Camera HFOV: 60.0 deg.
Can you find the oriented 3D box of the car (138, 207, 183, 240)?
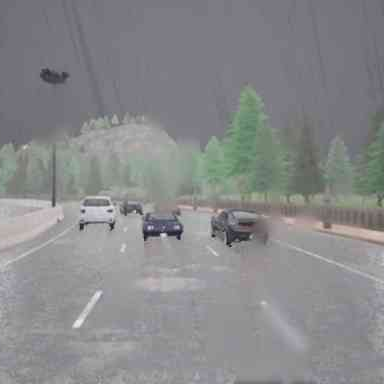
[{"bbox_3d":[-1.702,1.681,17.468,1.895,1.301,4.718,0,0,-10],"label":"car"}]

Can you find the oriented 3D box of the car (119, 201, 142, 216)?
[{"bbox_3d":[-6.416,1.668,34.717,1.837,1.490,4.892,0,0,-20],"label":"car"}]

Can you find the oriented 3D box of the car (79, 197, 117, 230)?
[{"bbox_3d":[-6.349,1.331,22.542,2.150,2.045,5.566,0,0,-13],"label":"car"}]

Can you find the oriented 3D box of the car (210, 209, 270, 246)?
[{"bbox_3d":[2.097,1.572,15.672,1.837,1.490,4.892,0,0,-8],"label":"car"}]

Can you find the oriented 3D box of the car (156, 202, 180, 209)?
[{"bbox_3d":[-2.618,1.721,34.433,1.994,1.385,4.181,0,0,-19],"label":"car"}]
